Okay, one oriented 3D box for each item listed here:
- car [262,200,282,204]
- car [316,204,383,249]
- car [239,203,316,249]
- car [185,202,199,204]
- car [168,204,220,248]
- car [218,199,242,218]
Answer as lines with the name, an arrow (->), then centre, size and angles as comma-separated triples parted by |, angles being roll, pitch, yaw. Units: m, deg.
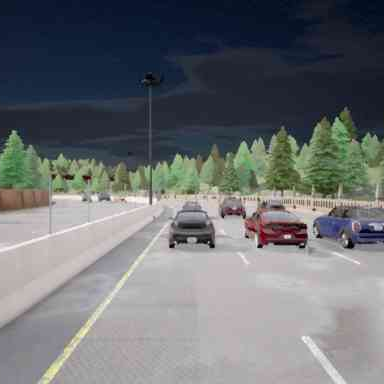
car -> 7.000, 1.516, 29.650 | 1.837, 1.490, 4.892 | 0, 0, 0
car -> 7.000, 1.366, 14.620 | 2.097, 1.767, 4.553 | 0, 0, 0
car -> 3.500, 1.485, 14.650 | 1.882, 1.535, 5.008 | 0, 0, 0
car -> 0.000, 1.563, 29.650 | 2.033, 1.411, 5.357 | 0, 0, 0
car -> 0.000, 1.516, 14.650 | 1.837, 1.490, 4.892 | 0, 0, 0
car -> 3.500, 1.366, 29.620 | 2.097, 1.767, 4.553 | 0, 0, 0
